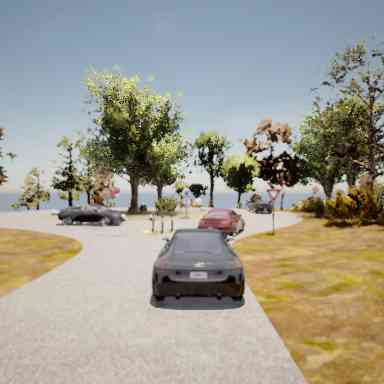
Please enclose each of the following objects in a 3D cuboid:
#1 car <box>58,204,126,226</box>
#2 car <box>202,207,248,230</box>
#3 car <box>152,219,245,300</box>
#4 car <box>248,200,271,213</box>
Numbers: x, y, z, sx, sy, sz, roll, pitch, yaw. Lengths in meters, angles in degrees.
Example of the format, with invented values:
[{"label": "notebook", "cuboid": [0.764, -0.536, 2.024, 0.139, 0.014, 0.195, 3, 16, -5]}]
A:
[{"label": "car", "cuboid": [-7.286, 1.647, 24.230, 4.902, 1.511, 2.128, 0, 0, 9]}, {"label": "car", "cuboid": [1.708, 1.645, 18.493, 1.812, 1.442, 4.674, 0, 0, 18]}, {"label": "car", "cuboid": [0.150, 1.619, 8.551, 1.994, 1.385, 4.181, 0, 0, 1]}, {"label": "car", "cuboid": [8.124, 1.764, 40.338, 1.837, 1.490, 4.892, 2, -1, -6]}]
